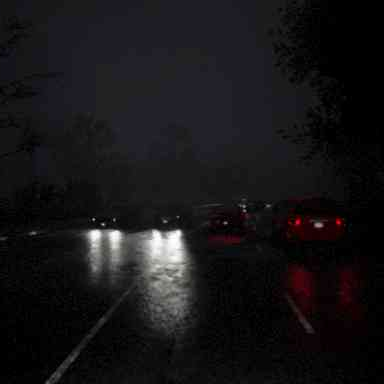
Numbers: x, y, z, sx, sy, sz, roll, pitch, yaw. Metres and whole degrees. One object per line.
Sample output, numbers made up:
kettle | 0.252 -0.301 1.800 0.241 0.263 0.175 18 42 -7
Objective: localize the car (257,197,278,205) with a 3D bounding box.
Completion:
car | 13.786 1.592 60.347 2.033 1.411 5.357 0 0 31

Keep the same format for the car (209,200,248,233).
car | 2.207 1.485 20.030 1.882 1.535 5.008 0 0 10

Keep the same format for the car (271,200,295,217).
car | 9.336 1.584 33.798 2.033 1.411 5.357 0 0 18

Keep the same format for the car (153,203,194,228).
car | -1.124 1.487 22.142 2.128 1.511 4.902 0 0 12

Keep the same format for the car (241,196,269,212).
car | 7.590 1.519 39.192 2.128 1.511 4.902 0 0 20

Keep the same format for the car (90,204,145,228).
car | -4.735 1.531 22.171 2.033 1.411 5.357 0 0 11

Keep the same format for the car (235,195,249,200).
car | 9.298 1.373 59.547 2.097 1.767 4.553 0 0 30

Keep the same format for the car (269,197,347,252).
car | 4.755 1.237 14.168 2.150 2.045 5.566 0 0 8
